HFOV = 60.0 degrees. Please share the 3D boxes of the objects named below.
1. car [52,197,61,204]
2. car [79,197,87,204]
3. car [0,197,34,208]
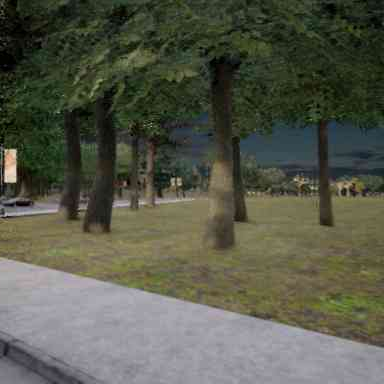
[{"bbox_3d":[-24.913,1.643,64.232,1.812,1.442,4.674,0,0,13],"label":"car"},{"bbox_3d":[-21.765,1.630,63.460,1.812,1.442,4.674,0,0,13],"label":"car"},{"bbox_3d":[-25.190,1.543,48.293,1.882,1.535,5.008,0,0,13],"label":"car"}]
